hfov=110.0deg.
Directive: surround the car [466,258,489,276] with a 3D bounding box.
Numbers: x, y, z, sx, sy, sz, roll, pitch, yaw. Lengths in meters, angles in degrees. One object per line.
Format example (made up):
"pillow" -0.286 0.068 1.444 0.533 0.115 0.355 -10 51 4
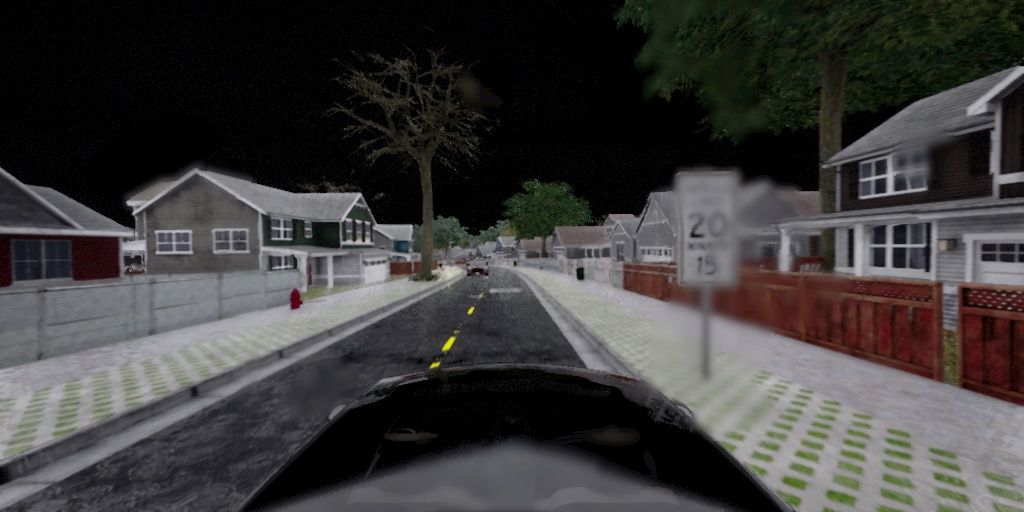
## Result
"car" -3.529 1.142 37.475 2.097 1.767 4.553 -1 0 -4
